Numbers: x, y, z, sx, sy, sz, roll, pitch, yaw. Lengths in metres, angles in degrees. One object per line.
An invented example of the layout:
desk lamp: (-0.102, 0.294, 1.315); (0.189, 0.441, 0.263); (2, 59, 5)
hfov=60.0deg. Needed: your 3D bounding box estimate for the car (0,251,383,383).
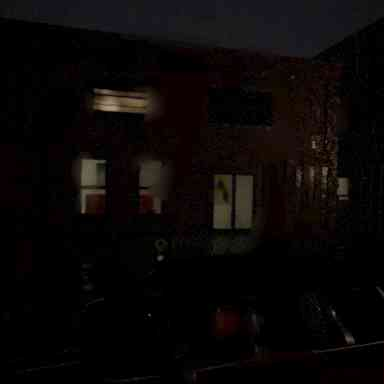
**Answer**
car: (0.038, 1.354, 2.925); (4.097, 1.590, 1.967); (1, 1, -16)
